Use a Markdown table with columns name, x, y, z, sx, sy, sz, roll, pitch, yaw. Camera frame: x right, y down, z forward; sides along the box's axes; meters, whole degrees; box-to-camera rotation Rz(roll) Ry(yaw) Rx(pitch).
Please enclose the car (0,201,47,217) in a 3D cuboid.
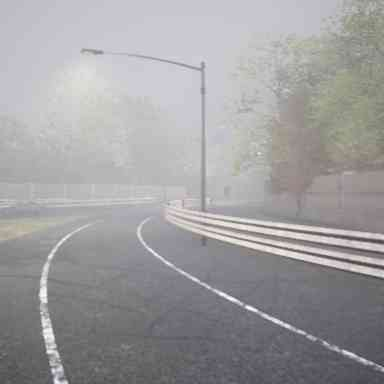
| name | x | y | z | sx | sy | sz | roll | pitch | yaw |
| --- | --- | --- | --- | --- | --- | --- | --- | --- | --- |
| car | -15.856 | 1.513 | 31.081 | 4.181 | 1.385 | 1.994 | 0 | 0 | -40 |
